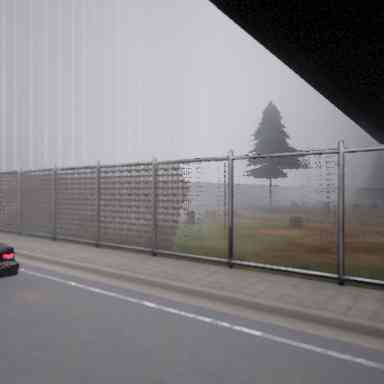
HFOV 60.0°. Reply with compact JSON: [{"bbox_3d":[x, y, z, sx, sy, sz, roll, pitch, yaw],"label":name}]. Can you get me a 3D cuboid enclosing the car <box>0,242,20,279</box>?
[{"bbox_3d":[-6.554,1.523,8.596,5.357,1.411,2.033,0,0,36],"label":"car"}]
